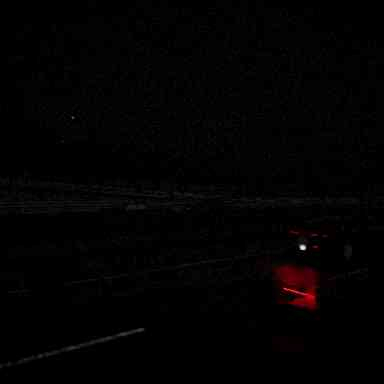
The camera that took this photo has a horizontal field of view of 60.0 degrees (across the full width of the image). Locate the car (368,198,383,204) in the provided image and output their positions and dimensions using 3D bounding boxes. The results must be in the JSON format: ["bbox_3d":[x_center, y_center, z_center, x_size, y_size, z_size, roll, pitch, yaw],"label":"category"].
[{"bbox_3d":[28.505,1.542,50.066,4.718,1.301,1.895,0,0,-35],"label":"car"}]

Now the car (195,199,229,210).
[{"bbox_3d":[0.795,1.343,26.053,4.553,1.767,2.097,0,0,-35],"label":"car"}]

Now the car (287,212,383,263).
[{"bbox_3d":[5.485,1.499,11.958,4.892,1.490,1.837,0,0,-35],"label":"car"}]

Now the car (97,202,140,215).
[{"bbox_3d":[-4.793,1.542,26.368,5.357,1.411,2.033,0,0,-35],"label":"car"}]

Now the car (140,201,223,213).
[{"bbox_3d":[-0.583,1.520,20.772,4.674,1.442,1.812,0,0,-35],"label":"car"}]
